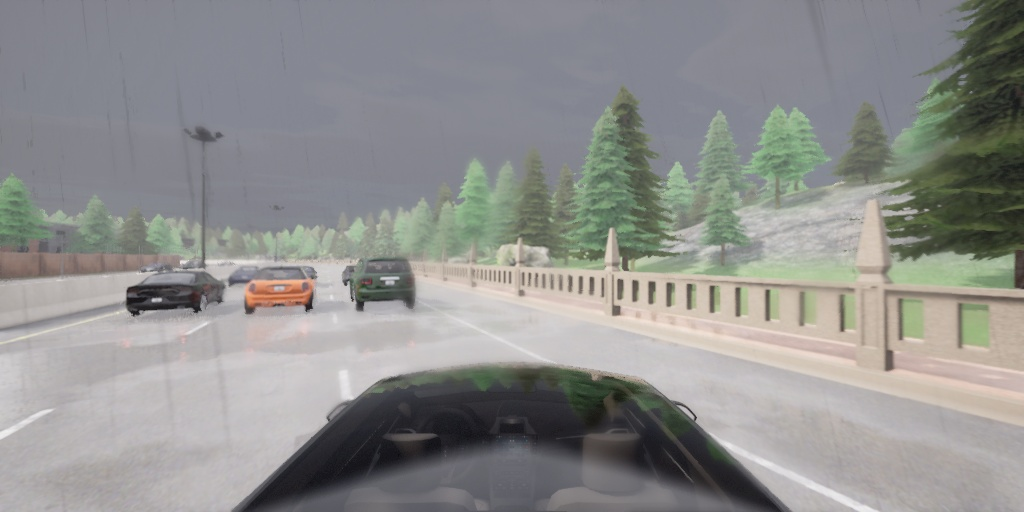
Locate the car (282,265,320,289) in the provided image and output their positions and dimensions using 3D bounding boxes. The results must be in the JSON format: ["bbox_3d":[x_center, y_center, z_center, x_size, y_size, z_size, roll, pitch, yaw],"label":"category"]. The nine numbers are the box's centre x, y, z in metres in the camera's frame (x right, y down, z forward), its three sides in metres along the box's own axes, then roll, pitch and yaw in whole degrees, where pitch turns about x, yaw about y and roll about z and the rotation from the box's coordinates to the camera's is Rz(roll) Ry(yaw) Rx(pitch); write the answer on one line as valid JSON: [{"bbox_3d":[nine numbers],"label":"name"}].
[{"bbox_3d":[-15.106,1.441,25.963,2.033,1.411,5.357,0,0,-27],"label":"car"}]

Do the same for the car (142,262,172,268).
[{"bbox_3d":[-45.133,1.519,45.725,2.128,1.511,4.902,0,0,-27],"label":"car"}]

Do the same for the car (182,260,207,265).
[{"bbox_3d":[-42.109,1.386,47.488,2.097,1.767,4.553,0,0,-27],"label":"car"}]

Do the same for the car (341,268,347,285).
[{"bbox_3d":[-12.004,1.446,27.586,2.033,1.411,5.357,0,0,-27],"label":"car"}]

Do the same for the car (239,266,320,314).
[{"bbox_3d":[-9.135,1.178,14.498,2.097,1.767,4.553,0,0,-27],"label":"car"}]

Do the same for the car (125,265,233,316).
[{"bbox_3d":[-12.817,1.305,14.016,1.882,1.535,5.008,0,0,-27],"label":"car"}]

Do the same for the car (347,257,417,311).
[{"bbox_3d":[-5.572,1.050,15.202,2.150,2.045,5.566,0,0,-27],"label":"car"}]

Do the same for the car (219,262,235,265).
[{"bbox_3d":[-38.967,1.586,49.043,2.033,1.411,5.357,0,0,-27],"label":"car"}]

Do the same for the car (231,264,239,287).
[{"bbox_3d":[-19.304,1.465,26.512,1.994,1.385,4.181,0,0,-27],"label":"car"}]
